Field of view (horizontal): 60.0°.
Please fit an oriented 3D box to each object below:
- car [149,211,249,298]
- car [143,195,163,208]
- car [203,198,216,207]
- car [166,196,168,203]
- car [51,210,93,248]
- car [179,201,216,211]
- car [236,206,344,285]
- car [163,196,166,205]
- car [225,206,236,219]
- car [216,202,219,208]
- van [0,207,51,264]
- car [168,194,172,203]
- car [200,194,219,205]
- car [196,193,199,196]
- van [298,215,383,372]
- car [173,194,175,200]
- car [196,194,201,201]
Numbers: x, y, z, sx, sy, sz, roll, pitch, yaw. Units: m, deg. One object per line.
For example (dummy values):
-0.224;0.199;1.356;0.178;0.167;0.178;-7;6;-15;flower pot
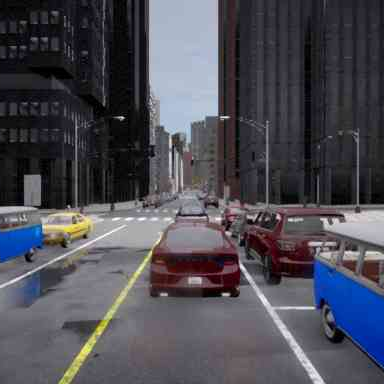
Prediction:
0.062;1.477;8.589;1.882;1.535;5.008;0;0;0;car
-5.794;1.334;47.496;2.192;1.841;5.009;0;0;0;car
2.728;1.591;53.135;1.947;1.339;4.313;0;0;0;car
-5.800;1.597;58.782;1.947;1.339;4.313;0;0;0;car
-5.775;1.526;14.761;1.752;1.417;4.829;0;0;0;car
-0.009;1.493;18.998;2.128;1.511;4.902;0;0;0;car
2.756;1.315;9.400;2.192;1.841;5.009;0;0;0;car
-5.798;1.340;53.139;2.192;1.841;5.009;0;0;0;car
2.752;1.551;14.925;2.008;1.369;4.403;0;0;0;car
2.748;1.547;20.450;1.887;1.381;4.507;0;0;0;car
-5.774;1.341;9.407;1.690;1.788;3.998;0;0;0;van
-5.807;1.617;70.069;1.947;1.339;4.313;0;0;0;car
2.730;1.334;47.491;2.192;1.841;5.009;0;0;0;car
2.705;1.670;92.642;1.947;1.339;4.313;0;0;0;car
2.761;1.341;3.874;1.690;1.788;3.998;0;0;0;van
-5.814;1.621;81.355;1.887;1.381;4.507;0;0;0;car
2.708;1.635;86.997;1.887;1.381;4.507;0;0;0;car
